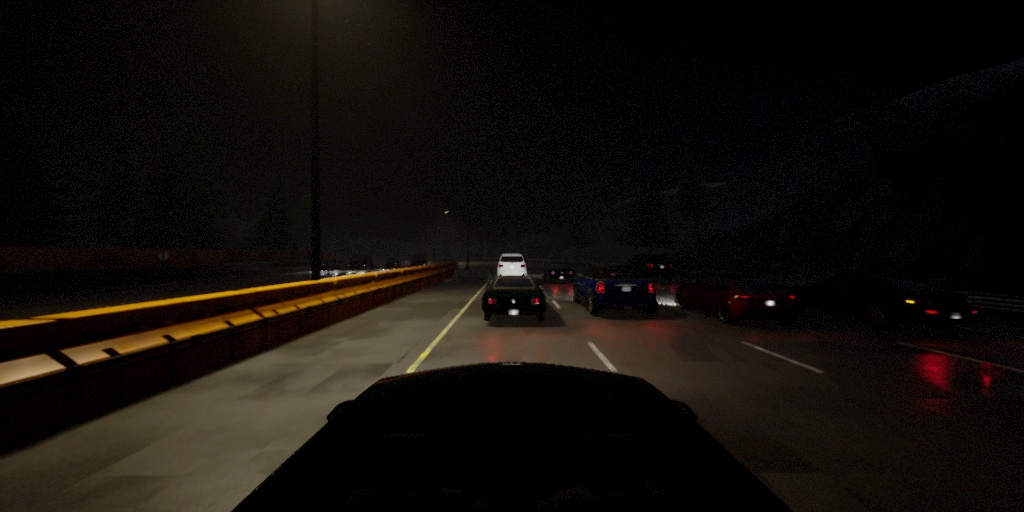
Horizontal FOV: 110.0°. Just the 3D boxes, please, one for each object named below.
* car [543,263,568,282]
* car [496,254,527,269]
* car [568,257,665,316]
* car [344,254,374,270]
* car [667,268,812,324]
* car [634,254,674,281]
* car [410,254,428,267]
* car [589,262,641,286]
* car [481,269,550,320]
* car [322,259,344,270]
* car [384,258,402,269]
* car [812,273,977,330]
[{"bbox_3d":[3.443,1.205,27.334,1.895,1.301,4.718,0,0,-1],"label":"car"},{"bbox_3d":[-0.065,0.826,27.709,2.150,2.045,5.566,0,1,-1],"label":"car"},{"bbox_3d":[3.577,1.036,13.267,2.097,1.767,4.553,0,0,0],"label":"car"},{"bbox_3d":[-19.552,0.716,46.669,2.150,2.045,5.566,0,0,-9],"label":"car"},{"bbox_3d":[7.064,1.255,11.779,1.994,1.385,4.181,0,0,1],"label":"car"},{"bbox_3d":[10.438,0.826,27.759,2.150,2.045,5.566,0,1,-1],"label":"car"},{"bbox_3d":[-13.260,0.692,51.344,2.150,2.045,5.566,0,0,-10],"label":"car"},{"bbox_3d":[6.984,1.165,25.026,2.033,1.411,5.357,0,0,0],"label":"car"},{"bbox_3d":[0.071,1.291,12.326,1.895,1.301,4.718,0,0,0],"label":"car"},{"bbox_3d":[-23.134,1.094,46.928,1.895,1.301,4.718,0,0,-9],"label":"car"},{"bbox_3d":[-16.614,0.981,50.134,1.837,1.490,4.892,0,0,-10],"label":"car"},{"bbox_3d":[10.556,1.224,10.823,1.812,1.442,4.674,0,0,0],"label":"car"}]
